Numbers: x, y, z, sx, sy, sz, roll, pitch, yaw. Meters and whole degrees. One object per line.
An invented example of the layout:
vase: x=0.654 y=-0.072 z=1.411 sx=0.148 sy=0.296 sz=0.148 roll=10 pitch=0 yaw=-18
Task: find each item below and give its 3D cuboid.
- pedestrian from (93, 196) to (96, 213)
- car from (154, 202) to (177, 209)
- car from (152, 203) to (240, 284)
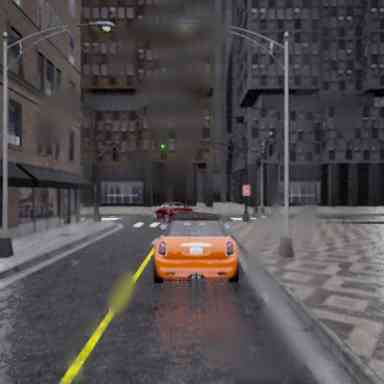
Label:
pedestrian: x=-9.903 y=1.248 z=34.267 sx=0.375 sy=1.860 sz=0.375 roll=0 pitch=0 yaw=0
car: x=-1.630 y=1.551 z=26.624 sx=1.882 sy=1.535 sz=5.008 roll=1 pitch=0 yaw=-24
car: x=0.098 y=1.379 z=9.819 sx=2.097 sy=1.767 sz=4.553 roll=0 pitch=0 yaw=0
